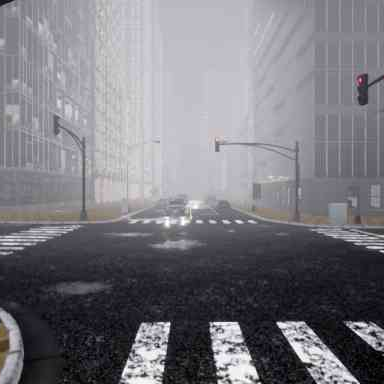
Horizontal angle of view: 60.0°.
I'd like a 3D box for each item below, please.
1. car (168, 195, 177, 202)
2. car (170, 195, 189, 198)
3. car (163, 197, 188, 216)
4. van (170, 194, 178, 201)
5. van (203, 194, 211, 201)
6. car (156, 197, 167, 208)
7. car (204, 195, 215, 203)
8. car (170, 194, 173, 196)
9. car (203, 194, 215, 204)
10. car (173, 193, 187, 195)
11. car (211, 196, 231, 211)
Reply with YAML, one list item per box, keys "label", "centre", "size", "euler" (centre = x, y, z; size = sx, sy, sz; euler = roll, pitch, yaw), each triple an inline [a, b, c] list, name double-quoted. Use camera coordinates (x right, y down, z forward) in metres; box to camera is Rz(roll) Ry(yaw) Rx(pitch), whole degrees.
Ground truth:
- label: "car"
  centre: [-4.329, 1.426, 74.861]
  size: [1.967, 1.590, 4.097]
  euler: [0, 0, 0]
- label: "car"
  centre: [-1.651, 1.517, 43.464]
  size: [1.837, 1.490, 4.892]
  euler: [0, 0, 0]
- label: "car"
  centre: [-1.585, 1.543, 33.103]
  size: [1.812, 1.442, 4.674]
  euler: [0, 0, 0]
- label: "van"
  centre: [-4.367, 1.321, 80.388]
  size: [1.690, 1.788, 3.998]
  euler: [0, 0, 0]
- label: "van"
  centre: [3.513, 1.321, 80.441]
  size: [1.690, 1.788, 3.998]
  euler: [0, 0, 0]
- label: "car"
  centre: [-4.143, 1.593, 47.223]
  size: [1.802, 1.307, 4.206]
  euler: [0, 0, 0]
- label: "car"
  centre: [3.588, 1.432, 69.386]
  size: [1.967, 1.590, 4.097]
  euler: [0, 0, 0]
- label: "car"
  centre: [-4.255, 1.564, 63.805]
  size: [1.947, 1.339, 4.313]
  euler: [0, 0, 0]
- label: "car"
  centre: [3.625, 1.313, 63.858]
  size: [2.192, 1.841, 5.009]
  euler: [0, 0, 0]
- label: "car"
  centre: [-1.728, 1.218, 57.556]
  size: [2.150, 2.045, 5.566]
  euler: [0, 1, 0]
- label: "car"
  centre: [3.823, 1.579, 41.749]
  size: [1.947, 1.339, 4.313]
  euler: [0, 0, 0]
